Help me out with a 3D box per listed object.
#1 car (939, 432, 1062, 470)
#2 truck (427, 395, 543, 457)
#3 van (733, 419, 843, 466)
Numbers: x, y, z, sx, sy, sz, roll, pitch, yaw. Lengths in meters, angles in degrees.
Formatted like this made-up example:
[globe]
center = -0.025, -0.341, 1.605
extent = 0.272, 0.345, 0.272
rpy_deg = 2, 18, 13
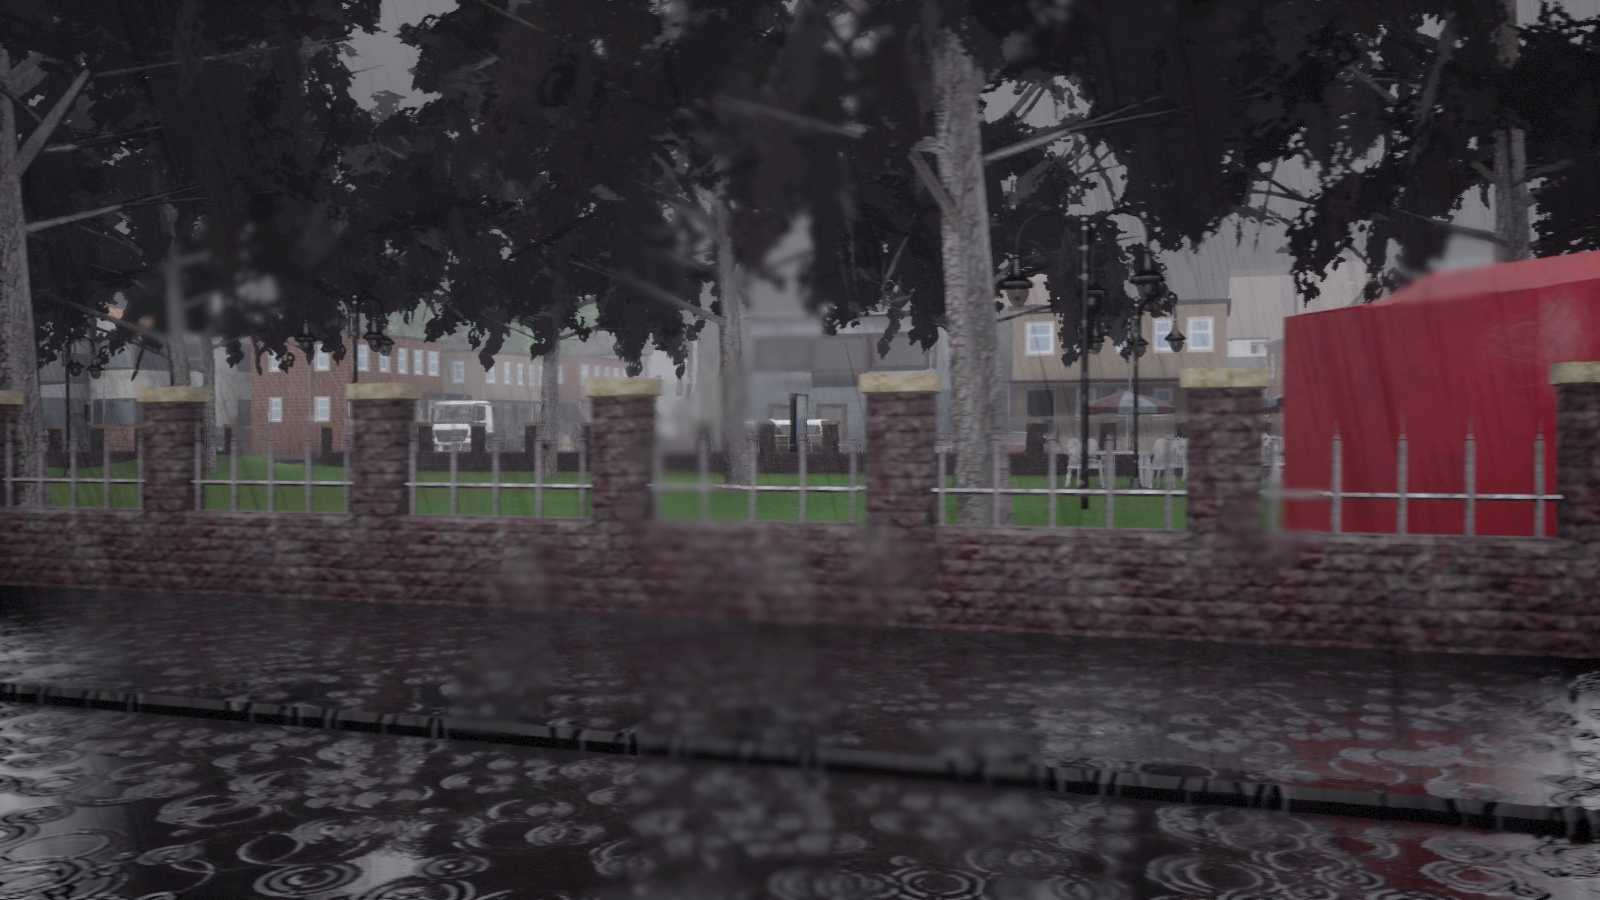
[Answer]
[car]
center = 8.454, 0.016, 52.801
extent = 4.792, 1.488, 2.163
rpy_deg = 1, 1, 18
[truck]
center = -18.693, -1.425, 75.177
extent = 2.891, 3.462, 7.936
rpy_deg = 1, 1, 19
[van]
center = -0.522, -0.342, 55.781
extent = 4.480, 2.038, 2.069
rpy_deg = 1, 1, 19
